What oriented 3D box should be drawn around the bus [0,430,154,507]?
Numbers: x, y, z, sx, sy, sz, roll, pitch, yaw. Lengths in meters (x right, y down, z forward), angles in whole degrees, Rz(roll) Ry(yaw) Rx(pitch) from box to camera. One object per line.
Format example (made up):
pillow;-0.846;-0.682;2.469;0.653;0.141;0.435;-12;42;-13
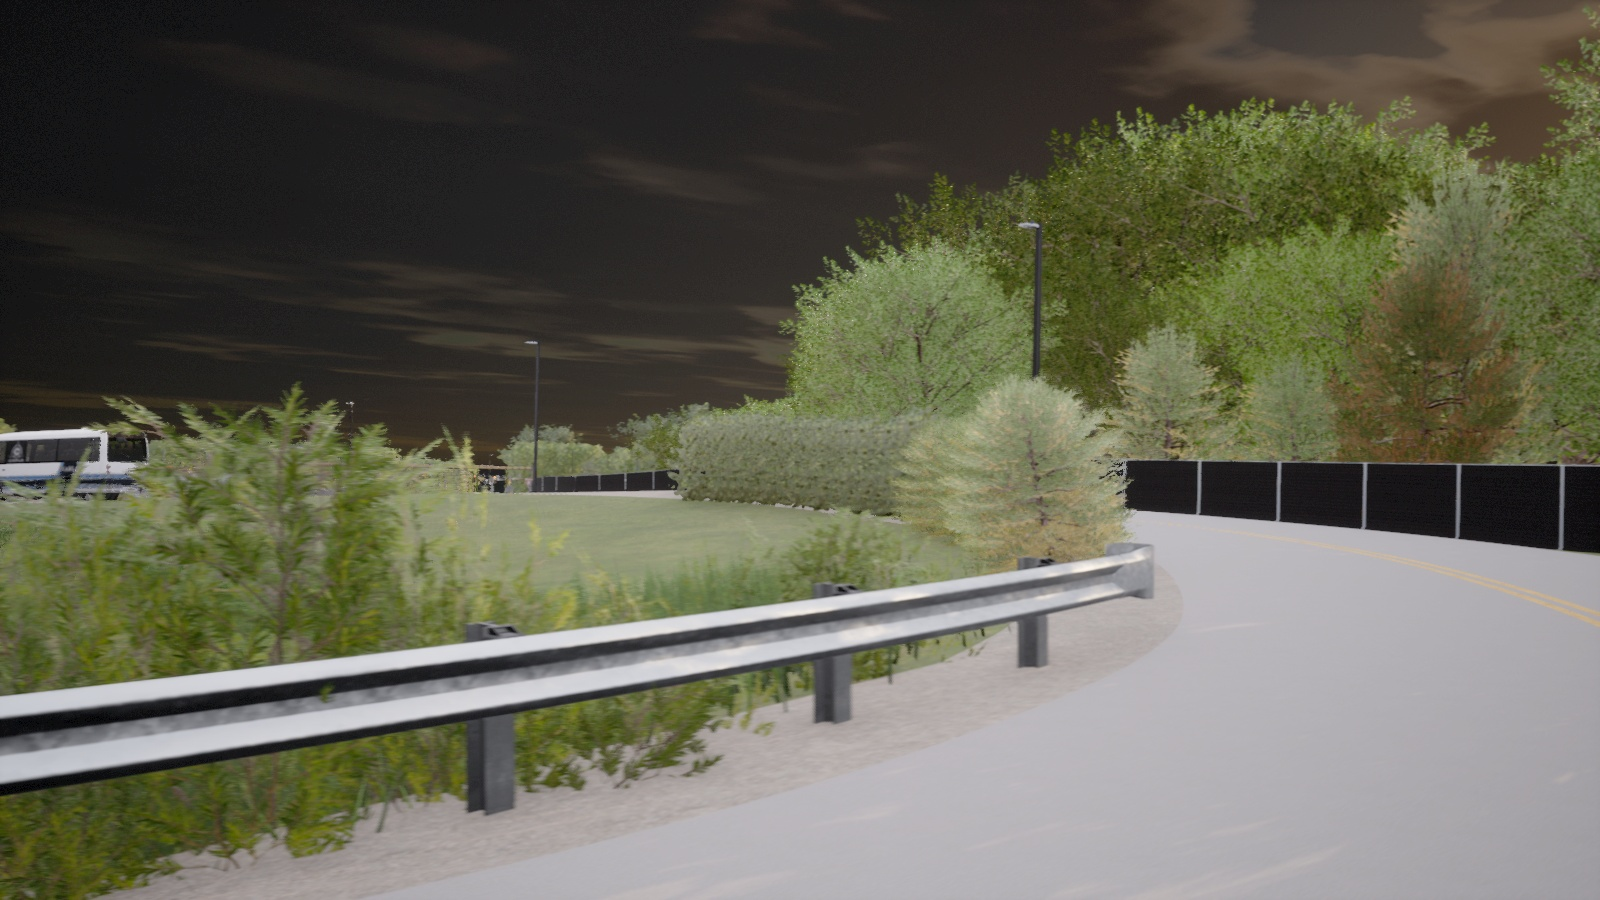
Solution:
bus;-43.953;1.192;74.553;10.273;4.253;3.944;-2;-2;19
